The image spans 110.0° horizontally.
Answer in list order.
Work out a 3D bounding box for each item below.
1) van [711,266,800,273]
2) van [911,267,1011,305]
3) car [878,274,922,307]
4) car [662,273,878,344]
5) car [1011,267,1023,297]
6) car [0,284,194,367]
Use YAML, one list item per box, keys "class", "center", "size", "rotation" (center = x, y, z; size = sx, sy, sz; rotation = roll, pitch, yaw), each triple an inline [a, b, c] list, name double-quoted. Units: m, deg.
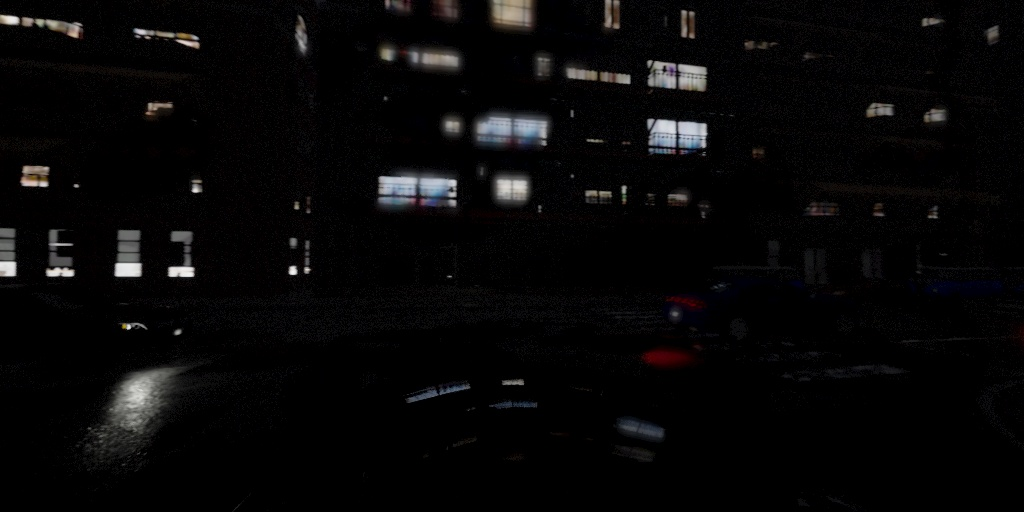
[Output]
- class: "van"
  center: [10.513, 1.340, 15.699]
  size: [3.998, 1.789, 1.690]
  rotation: [0, 0, -10]
- class: "van"
  center: [21.636, 1.422, 17.579]
  size: [3.998, 1.789, 1.690]
  rotation: [0, 0, -10]
- class: "car"
  center: [16.074, 1.622, 16.638]
  size: [4.207, 1.307, 1.802]
  rotation: [0, 0, -10]
- class: "car"
  center: [6.631, 1.340, 9.665]
  size: [5.008, 1.535, 1.882]
  rotation: [0, -1, -10]
- class: "car"
  center: [20.609, 1.191, 12.030]
  size: [5.566, 2.045, 2.150]
  rotation: [1, -1, -10]
- class: "car"
  center: [-9.170, 1.270, 7.000]
  size: [4.674, 1.442, 1.812]
  rotation: [0, -1, -10]
